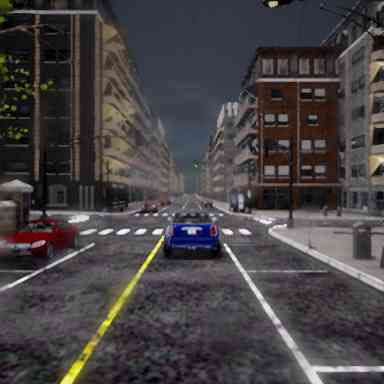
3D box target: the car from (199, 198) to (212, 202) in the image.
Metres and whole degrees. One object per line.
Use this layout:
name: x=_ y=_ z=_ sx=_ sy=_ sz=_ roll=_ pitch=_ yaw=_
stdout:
car: x=2.682 y=2.084 z=56.537 sx=2.008 sy=1.369 sz=4.403 roll=0 pitch=-1 yaw=0

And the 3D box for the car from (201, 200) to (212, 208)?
car: x=2.681 y=2.132 z=62.175 sx=1.887 sy=1.381 sz=4.507 roll=0 pitch=-1 yaw=0

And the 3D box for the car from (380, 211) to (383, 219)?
car: x=21.391 y=2.140 z=33.711 sx=4.097 sy=1.590 sz=1.967 roll=1 pitch=-1 yaw=-1

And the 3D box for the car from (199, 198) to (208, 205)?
car: x=2.679 y=2.188 z=79.092 sx=1.967 sy=1.590 sz=4.097 roll=0 pitch=-1 yaw=0

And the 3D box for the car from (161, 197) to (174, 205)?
car: x=-5.702 y=2.009 z=73.459 sx=2.192 sy=1.841 sz=5.009 roll=0 pitch=-1 yaw=0

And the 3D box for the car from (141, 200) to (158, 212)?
car: x=-5.698 y=1.867 z=45.266 sx=1.967 sy=1.590 sz=4.097 roll=0 pitch=-1 yaw=0

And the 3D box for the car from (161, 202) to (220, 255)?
car: x=0.010 y=1.483 z=14.068 sx=2.097 sy=1.767 sz=4.553 roll=0 pitch=-1 yaw=0

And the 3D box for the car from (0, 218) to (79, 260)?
car: x=-5.694 y=1.703 z=12.855 sx=1.802 sy=1.307 sz=4.206 roll=0 pitch=-1 yaw=0
